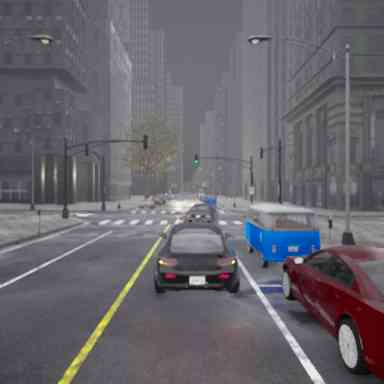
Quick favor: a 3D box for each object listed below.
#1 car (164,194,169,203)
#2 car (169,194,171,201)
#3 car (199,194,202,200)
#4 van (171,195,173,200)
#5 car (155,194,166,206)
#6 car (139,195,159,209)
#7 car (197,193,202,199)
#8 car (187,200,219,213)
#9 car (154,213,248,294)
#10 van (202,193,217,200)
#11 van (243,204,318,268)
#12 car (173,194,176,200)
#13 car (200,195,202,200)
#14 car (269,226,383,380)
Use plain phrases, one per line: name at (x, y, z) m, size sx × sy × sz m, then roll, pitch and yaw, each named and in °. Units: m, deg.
car at (-5.796, 1.253, 59.402) m, size 2.192 × 1.841 × 5.009 m, roll 0°, pitch 0°, yaw 0°
car at (-5.800, 1.487, 64.692) m, size 2.008 × 1.369 × 4.403 m, roll 0°, pitch 0°, yaw 0°
car at (2.728, 1.483, 59.763) m, size 1.887 × 1.381 × 4.507 m, roll 0°, pitch 0°, yaw 0°
van at (-5.806, 1.274, 75.269) m, size 1.690 × 1.788 × 3.998 m, roll 0°, pitch 0°, yaw 0°
car at (-5.793, 1.486, 54.113) m, size 1.887 × 1.381 × 4.507 m, roll 0°, pitch 0°, yaw 0°
car at (-5.792, 1.475, 43.363) m, size 1.752 × 1.417 × 4.829 m, roll 0°, pitch 0°, yaw 0°
car at (2.722, 1.485, 70.589) m, size 2.008 × 1.369 × 4.403 m, roll 0°, pitch 0°, yaw 0°
car at (0.765, 1.521, 22.542) m, size 2.033 × 1.411 × 5.357 m, roll 1°, pitch 0°, yaw 9°
car at (0.102, 1.513, 8.626) m, size 1.812 × 1.442 × 4.674 m, roll 0°, pitch 0°, yaw 0°
van at (2.736, 1.286, 48.937) m, size 1.690 × 1.788 × 3.998 m, roll 0°, pitch 0°, yaw 0°
van at (2.774, 1.325, 10.952) m, size 1.690 × 1.788 × 3.998 m, roll 0°, pitch 0°, yaw 0°
car at (-5.813, 1.497, 85.847) m, size 1.947 × 1.339 × 4.313 m, roll 0°, pitch 0°, yaw 0°
car at (2.732, 1.507, 54.350) m, size 1.947 × 1.339 × 4.313 m, roll 0°, pitch 0°, yaw 0°
car at (2.776, 1.536, 5.427) m, size 1.887 × 1.381 × 4.507 m, roll 0°, pitch 0°, yaw 0°
